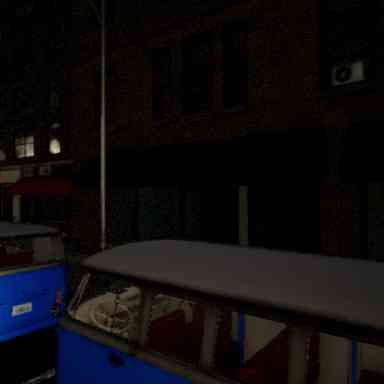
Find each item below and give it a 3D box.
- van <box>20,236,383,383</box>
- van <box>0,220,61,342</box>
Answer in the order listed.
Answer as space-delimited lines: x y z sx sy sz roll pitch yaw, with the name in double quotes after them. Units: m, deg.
0.649 1.355 2.397 3.998 1.788 1.690 0 -1 36 "van"
-3.805 1.352 5.609 3.998 1.788 1.690 0 -1 36 "van"
